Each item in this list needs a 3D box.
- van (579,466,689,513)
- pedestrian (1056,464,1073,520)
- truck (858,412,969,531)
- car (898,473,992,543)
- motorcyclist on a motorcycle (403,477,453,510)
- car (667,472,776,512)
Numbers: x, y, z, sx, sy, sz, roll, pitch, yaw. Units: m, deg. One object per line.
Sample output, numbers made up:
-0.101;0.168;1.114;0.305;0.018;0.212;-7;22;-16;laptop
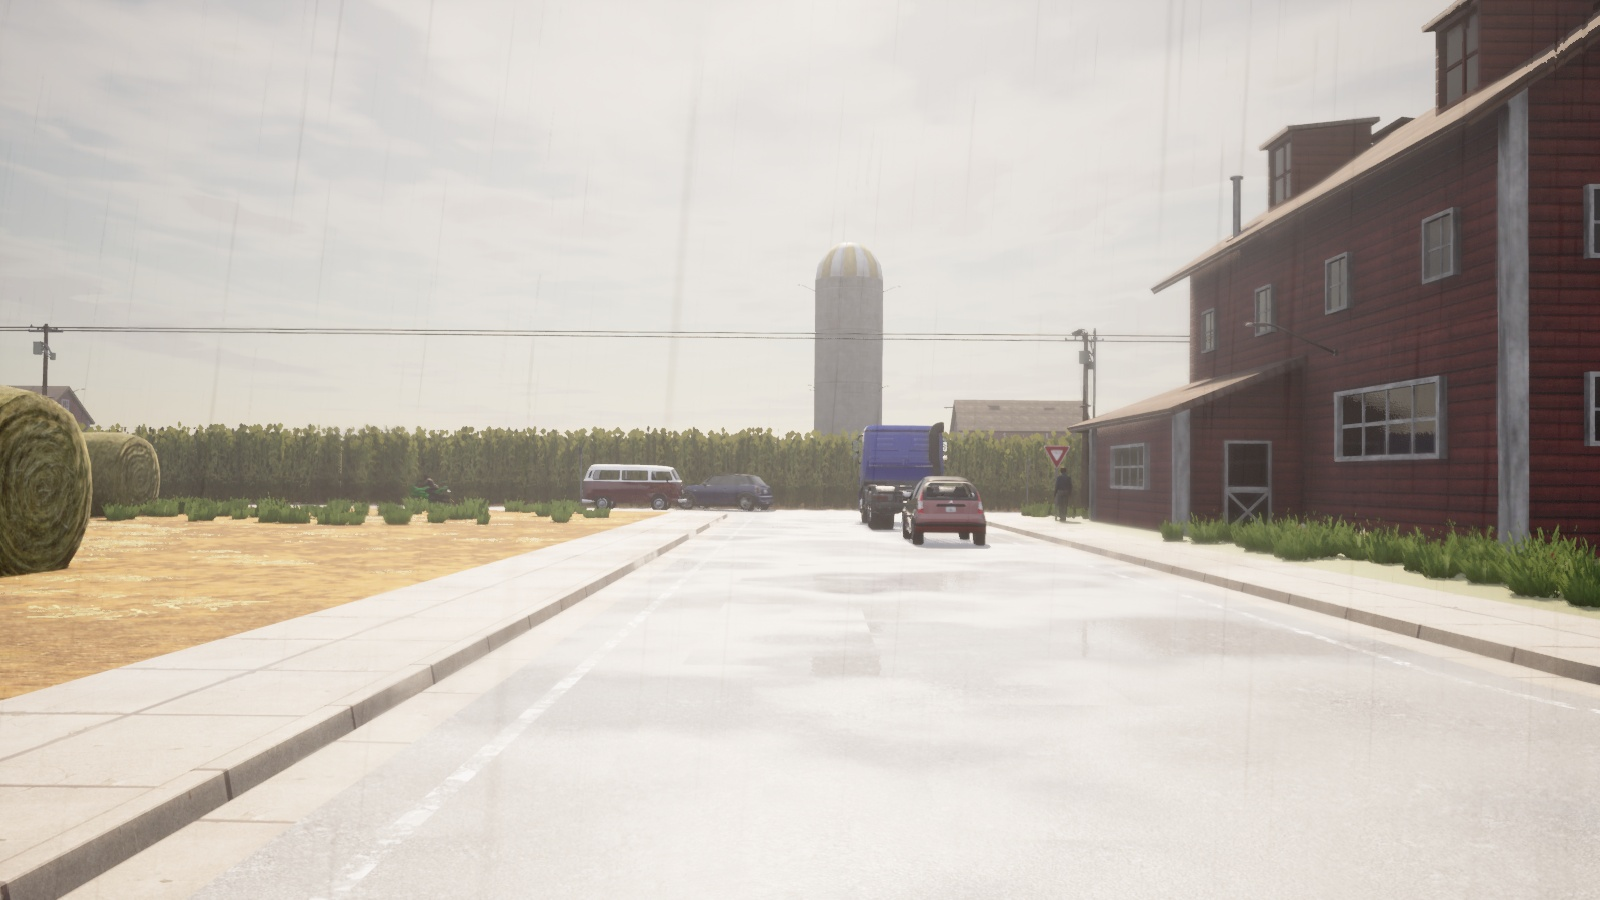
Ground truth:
-7.201;1.718;54.811;4.480;2.038;2.069;0;-1;1;van
8.737;1.378;41.554;0.370;1.835;0.726;0;-1;-3;pedestrian
3.507;0.709;40.789;2.891;3.462;7.936;0;-1;0;truck
3.507;1.384;31.045;1.851;1.617;3.988;0;-1;0;car
-17.316;2.035;58.457;2.044;1.523;0.797;0;-1;1;motorcyclist on a motorcycle
-3.629;1.925;57.970;4.553;1.767;2.097;0;-1;19;car
